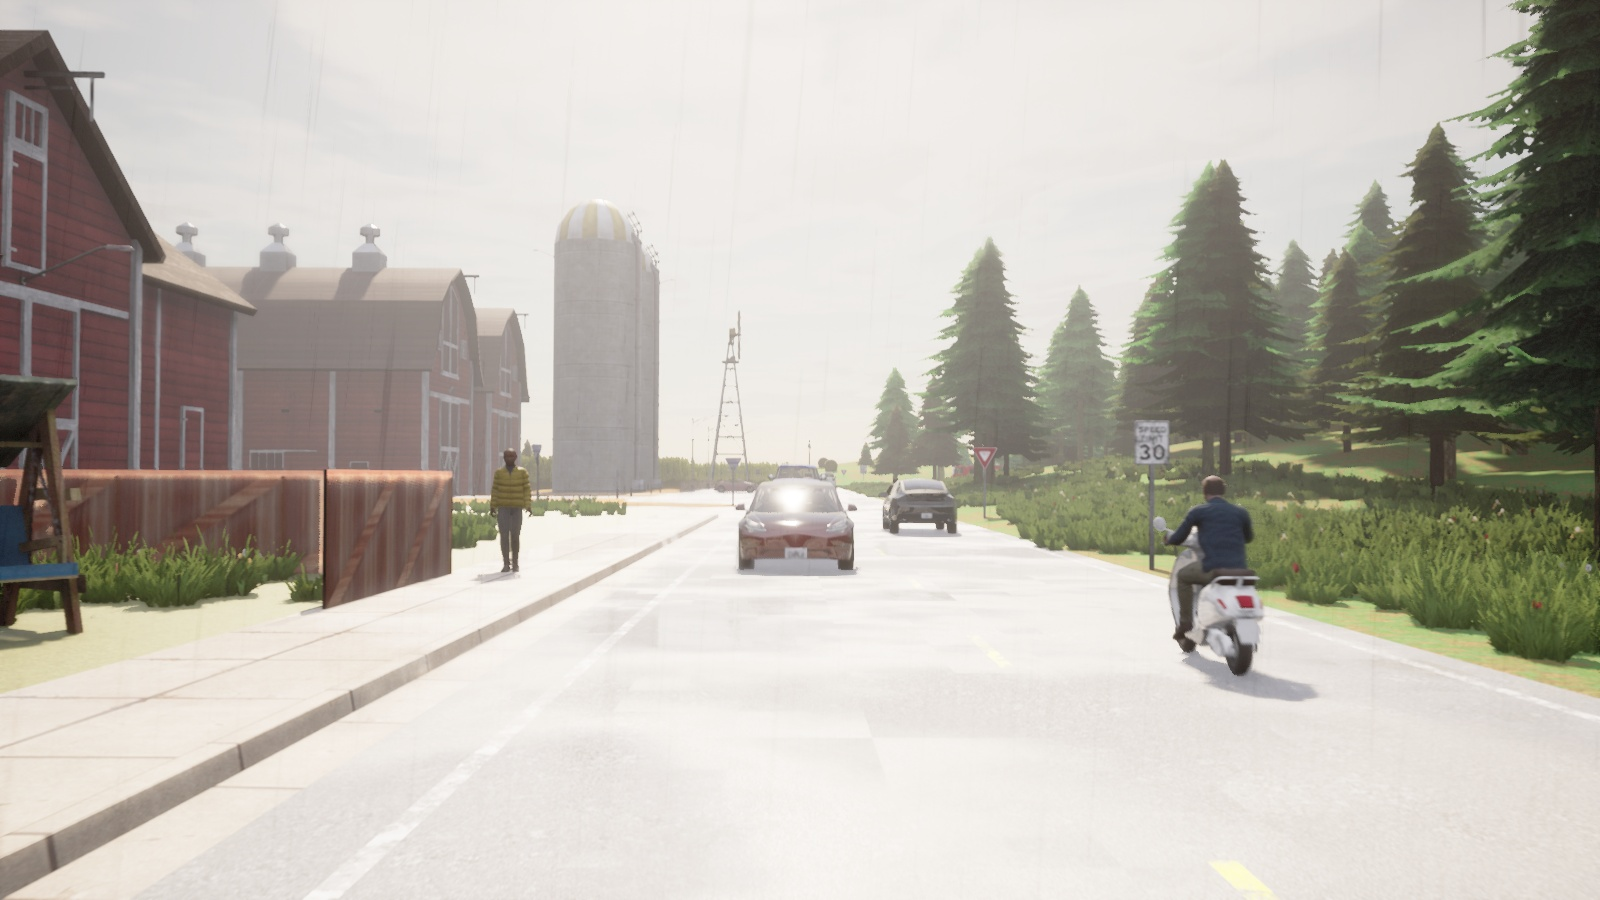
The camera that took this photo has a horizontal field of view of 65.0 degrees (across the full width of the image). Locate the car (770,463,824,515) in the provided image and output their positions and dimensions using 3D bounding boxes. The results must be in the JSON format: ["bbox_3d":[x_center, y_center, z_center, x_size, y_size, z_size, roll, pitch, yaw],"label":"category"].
[{"bbox_3d":[-0.125,1.602,52.436,2.150,2.045,5.566,0,-1,0],"label":"car"}]

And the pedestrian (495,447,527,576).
[{"bbox_3d":[-4.201,0.881,18.284,0.370,1.835,0.726,0,-1,-7],"label":"pedestrian"}]

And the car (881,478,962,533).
[{"bbox_3d":[3.411,1.576,36.193,1.837,1.490,4.892,0,-2,0],"label":"car"}]

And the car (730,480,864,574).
[{"bbox_3d":[-0.056,1.300,22.612,2.163,1.488,4.792,0,-1,0],"label":"car"}]

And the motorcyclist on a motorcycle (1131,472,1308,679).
[{"bbox_3d":[3.473,0.985,10.593,0.866,1.590,1.817,0,-1,0],"label":"motorcyclist on a motorcycle"}]
